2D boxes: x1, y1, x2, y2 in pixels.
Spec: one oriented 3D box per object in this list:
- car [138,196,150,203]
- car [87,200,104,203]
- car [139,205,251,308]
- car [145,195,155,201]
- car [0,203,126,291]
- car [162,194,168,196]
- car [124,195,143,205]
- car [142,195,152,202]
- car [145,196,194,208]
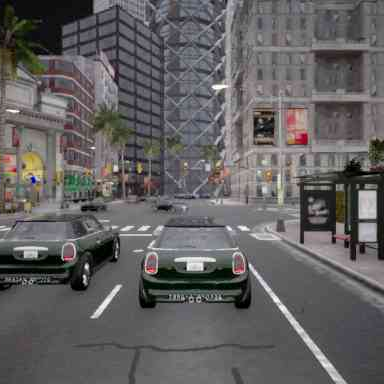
[{"bbox_3d":[-10.442,1.595,72.493,1.895,1.301,4.718,0,0,0],"label":"car"},{"bbox_3d":[-10.572,1.601,36.188,1.895,1.301,4.718,0,0,0],"label":"car"},{"bbox_3d":[0.070,1.352,8.063,2.097,1.767,4.553,0,0,0],"label":"car"},{"bbox_3d":[-10.404,1.552,82.945,1.994,1.385,4.181,0,0,0],"label":"car"},{"bbox_3d":[-3.422,1.352,9.208,2.097,1.767,4.553,0,0,0],"label":"car"},{"bbox_3d":[-6.942,1.540,72.611,2.033,1.411,5.357,0,0,0],"label":"car"},{"bbox_3d":[-10.527,1.351,58.633,2.097,1.767,4.553,0,0,0],"label":"car"},{"bbox_3d":[-7.029,1.525,58.156,1.812,1.442,4.674,0,0,0],"label":"car"},{"bbox_3d":[-2.491,1.491,36.051,2.128,1.511,4.902,-1,0,-44],"label":"car"}]
